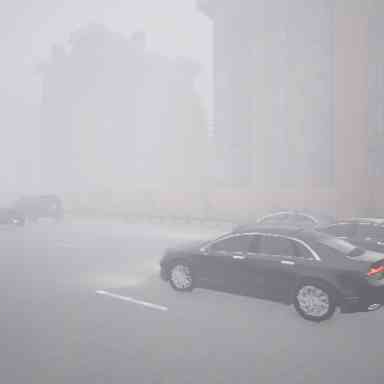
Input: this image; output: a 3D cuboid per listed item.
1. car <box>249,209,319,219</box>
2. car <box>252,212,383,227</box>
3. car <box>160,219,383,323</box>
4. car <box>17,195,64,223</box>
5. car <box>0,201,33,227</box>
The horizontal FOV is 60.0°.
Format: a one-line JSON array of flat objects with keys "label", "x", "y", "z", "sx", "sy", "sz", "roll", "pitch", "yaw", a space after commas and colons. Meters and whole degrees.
[{"label": "car", "x": 4.019, "y": 1.492, "z": 14.021, "sx": 4.902, "sy": 1.511, "sz": 2.128, "roll": 0, "pitch": 0, "yaw": 35}, {"label": "car", "x": 4.438, "y": 1.504, "z": 9.424, "sx": 4.892, "sy": 1.490, "sz": 1.837, "roll": 0, "pitch": 0, "yaw": 35}, {"label": "car", "x": 1.472, "y": 1.505, "z": 7.242, "sx": 4.892, "sy": 1.490, "sz": 1.837, "roll": 0, "pitch": 0, "yaw": 35}, {"label": "car", "x": -12.137, "y": 1.221, "z": 25.541, "sx": 5.566, "sy": 2.045, "sz": 2.150, "roll": 0, "pitch": 0, "yaw": 35}, {"label": "car", "x": -12.731, "y": 1.506, "z": 21.664, "sx": 4.892, "sy": 1.490, "sz": 1.837, "roll": 0, "pitch": 0, "yaw": 35}]
